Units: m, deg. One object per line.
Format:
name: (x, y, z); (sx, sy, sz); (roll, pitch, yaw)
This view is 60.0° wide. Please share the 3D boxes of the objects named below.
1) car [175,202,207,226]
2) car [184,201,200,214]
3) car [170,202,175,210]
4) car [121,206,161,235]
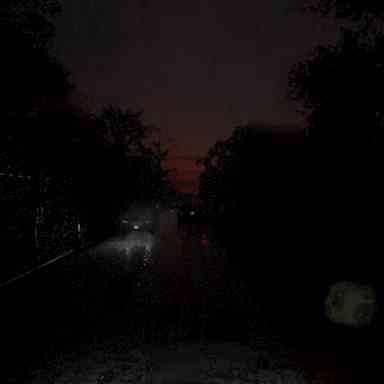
car: (0.021, 1.537, 25.040); (2.097, 1.767, 4.553); (0, -1, 0)
car: (-0.003, 1.986, 42.838); (1.882, 1.535, 5.008); (0, -1, 0)
car: (-2.844, 2.517, 61.840); (1.812, 1.442, 4.674); (0, -1, 1)
car: (-2.929, 1.613, 19.870); (2.128, 1.511, 4.902); (0, -1, 0)
